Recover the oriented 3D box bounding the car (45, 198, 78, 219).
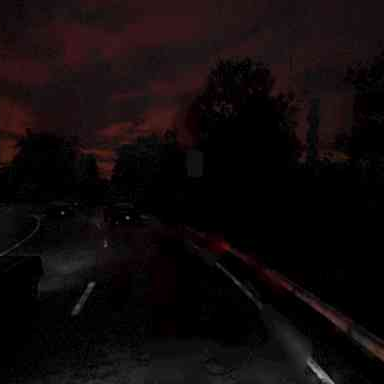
[{"bbox_3d":[-10.871,1.391,27.217,1.812,1.442,4.674,0,0,-28],"label":"car"}]

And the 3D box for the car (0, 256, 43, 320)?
[{"bbox_3d":[-3.883,1.587,4.934,1.895,1.301,4.718,0,0,-6],"label":"car"}]

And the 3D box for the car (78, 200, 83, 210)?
[{"bbox_3d":[-14.436,1.368,38.841,2.033,1.411,5.357,0,0,-39],"label":"car"}]

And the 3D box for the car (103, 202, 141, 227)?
[{"bbox_3d":[-4.796,1.384,22.378,1.882,1.535,5.008,0,1,-22],"label":"car"}]
